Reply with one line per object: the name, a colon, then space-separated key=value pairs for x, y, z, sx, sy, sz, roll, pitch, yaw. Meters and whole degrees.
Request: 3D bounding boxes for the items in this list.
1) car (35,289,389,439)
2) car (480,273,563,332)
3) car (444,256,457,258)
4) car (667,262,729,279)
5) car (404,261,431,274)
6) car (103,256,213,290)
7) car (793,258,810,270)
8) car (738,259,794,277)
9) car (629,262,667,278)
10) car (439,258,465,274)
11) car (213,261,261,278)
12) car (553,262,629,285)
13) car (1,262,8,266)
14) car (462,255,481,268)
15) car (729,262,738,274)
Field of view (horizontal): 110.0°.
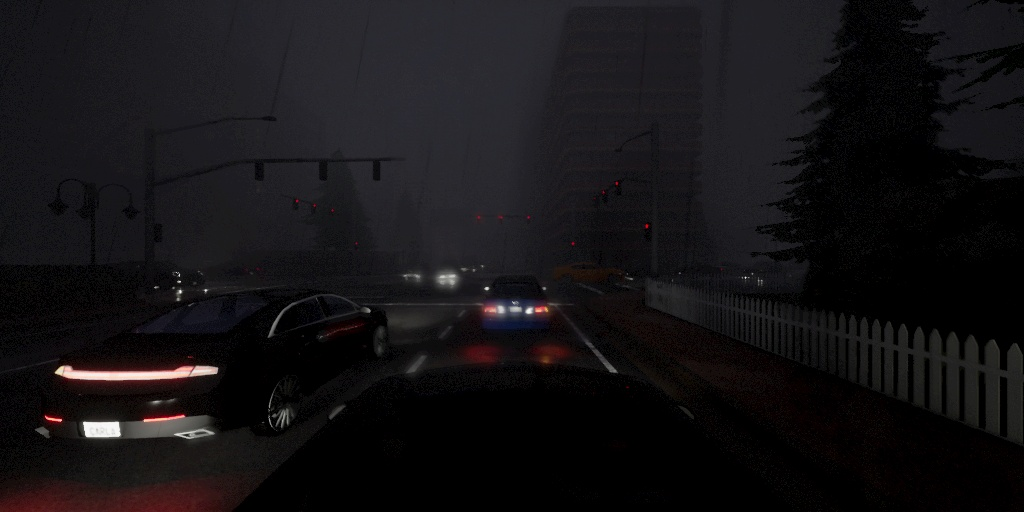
car: x=-3.428 y=1.242 z=5.433 sx=2.128 sy=1.511 sz=4.902 roll=0 pitch=0 yaw=0
car: x=0.119 y=1.297 z=10.847 sx=2.033 sy=1.411 sz=5.357 roll=0 pitch=0 yaw=1
car: x=-10.540 y=0.969 z=60.659 sx=2.150 sy=2.045 sz=5.566 roll=0 pitch=0 yaw=0
car: x=15.877 y=1.259 z=30.630 sx=4.181 sy=1.385 sz=1.994 roll=0 pitch=0 yaw=-20
car: x=-10.639 y=1.297 z=40.845 sx=2.033 sy=1.411 sz=5.357 roll=0 pitch=0 yaw=2
car: x=-21.138 y=1.047 z=21.359 sx=4.553 sy=1.767 sz=2.097 roll=0 pitch=0 yaw=0
car: x=34.479 y=0.915 z=42.948 sx=2.150 sy=2.045 sz=5.566 roll=0 pitch=0 yaw=39
car: x=24.356 y=1.242 z=34.310 sx=5.357 sy=1.411 sz=2.033 roll=0 pitch=0 yaw=-31
car: x=13.143 y=1.242 z=33.454 sx=5.357 sy=1.411 sz=2.033 roll=0 pitch=0 yaw=-13
car: x=-7.075 y=1.242 z=41.093 sx=2.128 sy=1.511 sz=4.902 roll=0 pitch=0 yaw=0
car: x=-25.282 y=1.295 z=31.886 sx=4.718 sy=1.301 sz=1.895 roll=0 pitch=0 yaw=2
car: x=5.343 y=1.183 z=25.330 sx=5.008 sy=1.535 sz=1.882 roll=0 pitch=1 yaw=8
car: x=-30.613 y=1.242 z=21.303 sx=5.357 sy=1.411 sz=2.033 roll=0 pitch=0 yaw=0
car: x=-7.044 y=0.967 z=61.048 sx=2.150 sy=2.045 sz=5.566 roll=0 pitch=1 yaw=0
car: x=22.042 y=1.295 z=37.021 sx=4.718 sy=1.301 sz=1.895 roll=0 pitch=0 yaw=-30
